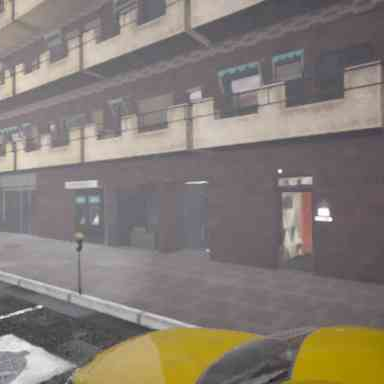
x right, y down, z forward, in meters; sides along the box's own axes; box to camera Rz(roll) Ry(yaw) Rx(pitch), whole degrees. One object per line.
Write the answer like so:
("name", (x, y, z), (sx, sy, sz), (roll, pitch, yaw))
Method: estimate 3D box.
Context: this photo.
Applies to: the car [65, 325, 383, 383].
("car", (1.083, 1.526, 2.121), (4.829, 1.417, 1.752), (0, -1, 36))
